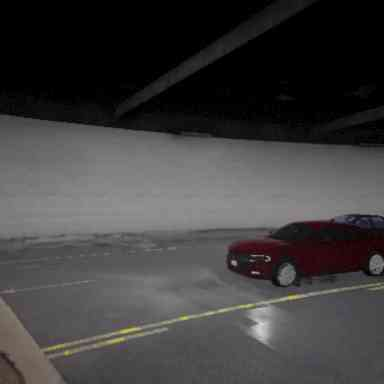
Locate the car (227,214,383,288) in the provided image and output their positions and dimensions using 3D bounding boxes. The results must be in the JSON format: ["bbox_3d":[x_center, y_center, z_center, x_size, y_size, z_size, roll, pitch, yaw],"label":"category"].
[{"bbox_3d":[3.374,1.555,9.408,5.008,1.535,1.882,1,-1,-23],"label":"car"}]
